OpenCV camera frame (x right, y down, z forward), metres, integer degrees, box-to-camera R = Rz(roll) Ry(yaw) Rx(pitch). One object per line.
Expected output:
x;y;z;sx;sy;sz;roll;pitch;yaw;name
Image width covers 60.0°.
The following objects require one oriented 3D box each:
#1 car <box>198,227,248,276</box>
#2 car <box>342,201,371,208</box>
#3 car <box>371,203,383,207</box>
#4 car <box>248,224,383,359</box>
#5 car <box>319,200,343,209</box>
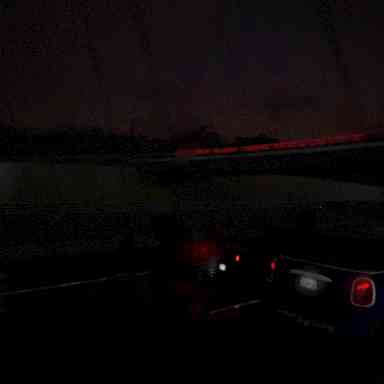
2.592;1.672;9.901;4.718;1.301;1.895;1;0;-36;car
20.709;1.973;40.282;4.718;1.301;1.895;1;0;-35;car
22.486;1.875;37.249;4.892;1.490;1.837;1;0;-35;car
3.481;1.410;6.235;4.553;1.767;2.097;1;0;-36;car
18.411;1.874;42.938;4.892;1.490;1.837;1;0;-35;car
